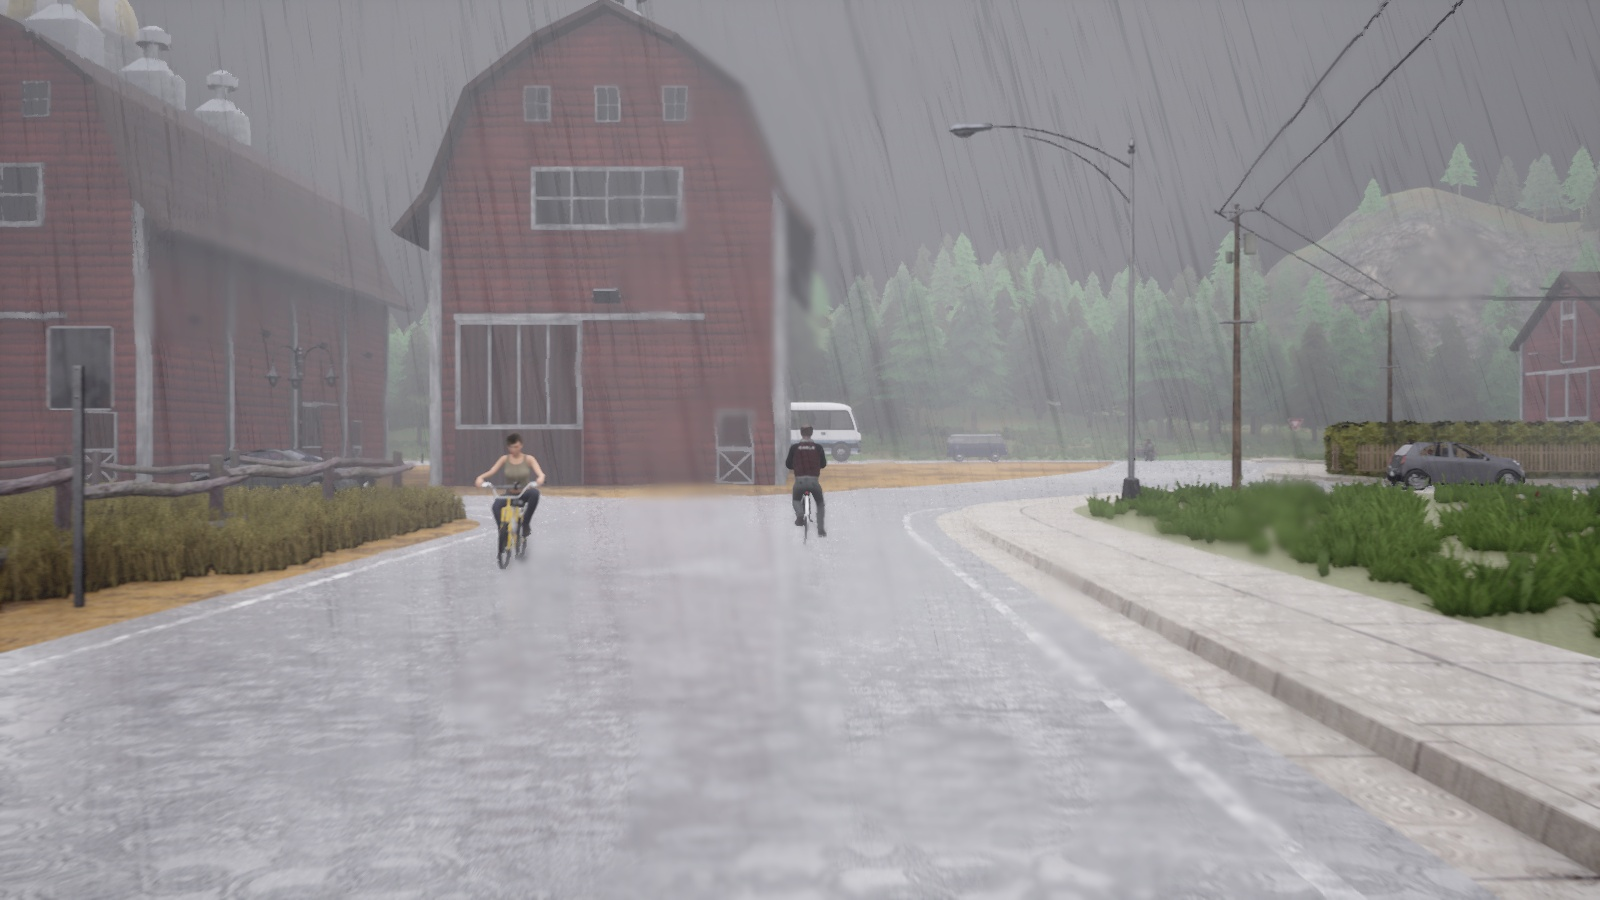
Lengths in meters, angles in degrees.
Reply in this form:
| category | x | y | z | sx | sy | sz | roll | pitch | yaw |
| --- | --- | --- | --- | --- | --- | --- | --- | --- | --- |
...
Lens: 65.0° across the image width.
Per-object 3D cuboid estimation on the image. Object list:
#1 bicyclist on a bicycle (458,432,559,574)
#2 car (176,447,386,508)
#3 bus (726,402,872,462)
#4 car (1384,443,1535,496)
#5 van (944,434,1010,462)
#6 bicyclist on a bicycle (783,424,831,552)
| category | x | y | z | sx | sy | sz | roll | pitch | yaw |
| --- | --- | --- | --- | --- | --- | --- | --- | --- | --- |
| bicyclist on a bicycle | -3.447 | 0.595 | 14.959 | 0.866 | 1.612 | 1.509 | 0 | 0 | -1 |
| car | -12.294 | 0.630 | 29.938 | 4.181 | 1.385 | 1.994 | 0 | 0 | 3 |
| bus | -0.063 | -1.286 | 90.465 | 10.273 | 4.253 | 3.944 | 0 | 0 | 1 |
| car | 19.768 | 0.559 | 37.771 | 3.633 | 1.501 | 1.845 | 0 | 0 | 11 |
| van | 12.713 | -0.145 | 90.343 | 4.442 | 1.987 | 1.775 | 0 | 0 | 1 |
| bicyclist on a bicycle | 0.095 | 0.510 | 18.447 | 0.659 | 1.776 | 1.843 | 0 | 2 | 0 |
